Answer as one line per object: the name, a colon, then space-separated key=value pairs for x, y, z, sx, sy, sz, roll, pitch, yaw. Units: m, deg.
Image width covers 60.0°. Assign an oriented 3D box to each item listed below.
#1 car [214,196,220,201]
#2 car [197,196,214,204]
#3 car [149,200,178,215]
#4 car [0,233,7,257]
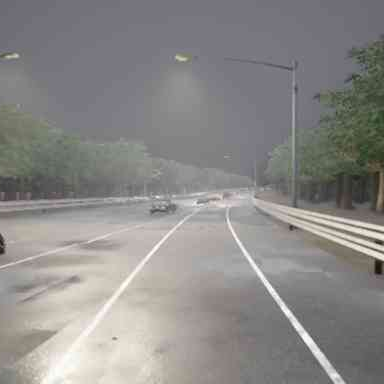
car: x=5.454 y=1.490 z=77.609 sx=1.895 sy=1.301 sz=4.718 roll=0 pitch=0 yaw=11
car: x=2.233 y=1.478 z=60.845 sx=2.033 sy=1.411 sz=5.357 roll=0 pitch=0 yaw=11
car: x=-2.869 y=1.527 z=34.257 sx=2.033 sy=1.411 sz=5.357 roll=0 pitch=0 yaw=11
car: x=-7.638 y=1.404 z=9.514 sx=2.097 sy=1.767 sz=4.553 roll=-1 pitch=0 yaw=11
